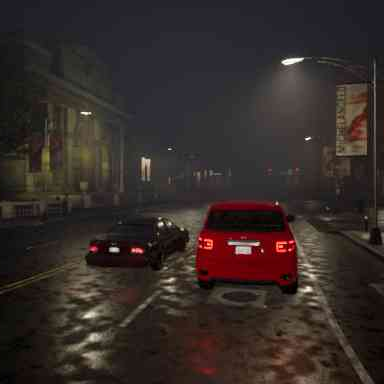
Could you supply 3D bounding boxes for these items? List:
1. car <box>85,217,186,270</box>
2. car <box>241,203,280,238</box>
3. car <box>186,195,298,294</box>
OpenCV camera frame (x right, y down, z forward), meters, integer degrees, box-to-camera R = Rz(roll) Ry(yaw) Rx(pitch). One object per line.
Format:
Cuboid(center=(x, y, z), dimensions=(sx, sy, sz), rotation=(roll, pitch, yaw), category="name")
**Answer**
Cuboid(center=(-1.483, 1.547, 11.076), dimensions=(2.033, 1.411, 5.357), rotation=(0, 0, 12), category="car")
Cuboid(center=(3.942, 1.478, 18.723), dimensions=(1.882, 1.535, 5.008), rotation=(0, 0, 14), category="car")
Cuboid(center=(1.591, 1.221, 9.061), dimensions=(2.150, 2.045, 5.566), rotation=(0, 0, 13), category="car")
